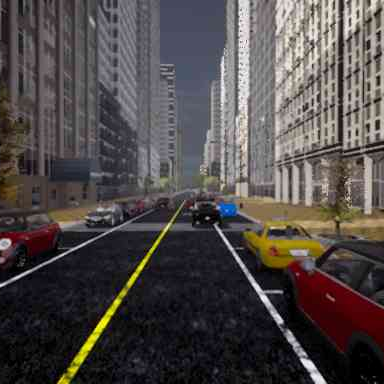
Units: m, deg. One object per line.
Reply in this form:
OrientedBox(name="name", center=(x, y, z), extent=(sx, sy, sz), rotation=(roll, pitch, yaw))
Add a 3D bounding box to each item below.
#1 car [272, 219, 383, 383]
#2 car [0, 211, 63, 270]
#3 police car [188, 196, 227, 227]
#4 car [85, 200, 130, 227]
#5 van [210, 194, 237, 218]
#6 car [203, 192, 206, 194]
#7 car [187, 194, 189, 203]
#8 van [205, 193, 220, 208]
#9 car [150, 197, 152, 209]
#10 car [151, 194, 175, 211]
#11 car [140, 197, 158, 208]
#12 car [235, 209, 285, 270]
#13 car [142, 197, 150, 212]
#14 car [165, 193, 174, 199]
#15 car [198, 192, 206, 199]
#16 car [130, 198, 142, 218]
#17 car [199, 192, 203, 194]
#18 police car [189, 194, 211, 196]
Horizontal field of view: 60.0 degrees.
OrientedBox(name="car", center=(2.682, 1.415, 4.812), extent=(1.967, 1.590, 4.097), rotation=(-1, 0, 0))
OrientedBox(name="car", center=(-5.697, 1.386, 10.497), extent=(1.967, 1.590, 4.097), rotation=(-1, 0, 0))
OrientedBox(name="police car", center=(0.904, 1.312, 22.002), extent=(1.930, 1.638, 5.238), rotation=(0, 0, 0))
OrientedBox(name="car", center=(-5.693, 1.438, 21.864), extent=(2.008, 1.369, 4.403), rotation=(-1, 0, 0))
OrientedBox(name="van", center=(2.687, 1.199, 27.545), extent=(1.690, 1.788, 3.998), rotation=(-1, 0, 0))
OrientedBox(name="car", center=(2.689, 1.115, 38.912), extent=(2.192, 1.841, 5.009), rotation=(-1, 0, 0))
OrientedBox(name="car", center=(0.651, 1.282, 37.991), extent=(1.882, 1.535, 5.008), rotation=(0, 0, 7))
OrientedBox(name="van", center=(2.690, 1.112, 44.596), extent=(1.690, 1.788, 3.998), rotation=(-1, 0, 0))
OrientedBox(name="car", center=(-5.690, 1.351, 38.915), extent=(2.008, 1.369, 4.403), rotation=(-1, 0, 0))
OrientedBox(name="car", center=(-3.085, 1.313, 37.377), extent=(1.837, 1.490, 4.892), rotation=(0, 0, 0))
OrientedBox(name="car", center=(-5.688, 1.353, 44.599), extent=(1.802, 1.307, 4.206), rotation=(-1, 0, 0))
OrientedBox(name="car", center=(2.685, 1.470, 10.665), extent=(1.752, 1.417, 4.829), rotation=(-1, 0, 0))
OrientedBox(name="car", center=(-5.691, 1.374, 33.232), extent=(1.887, 1.381, 4.507), rotation=(-1, 0, 0))
OrientedBox(name="car", center=(-5.680, 1.005, 84.383), extent=(1.967, 1.590, 4.097), rotation=(-1, 0, 0))
OrientedBox(name="car", center=(2.700, 0.850, 90.064), extent=(2.192, 1.841, 5.009), rotation=(-1, 0, 0))
OrientedBox(name="car", center=(-5.692, 1.424, 27.548), extent=(1.947, 1.339, 4.313), rotation=(-1, 0, 0))
OrientedBox(name="car", center=(2.698, 1.204, 67.331), extent=(2.008, 1.369, 4.403), rotation=(-1, 0, 0))
OrientedBox(name="police car", center=(0.907, 1.260, 32.003), extent=(1.930, 1.638, 5.238), rotation=(0, 0, 0))
